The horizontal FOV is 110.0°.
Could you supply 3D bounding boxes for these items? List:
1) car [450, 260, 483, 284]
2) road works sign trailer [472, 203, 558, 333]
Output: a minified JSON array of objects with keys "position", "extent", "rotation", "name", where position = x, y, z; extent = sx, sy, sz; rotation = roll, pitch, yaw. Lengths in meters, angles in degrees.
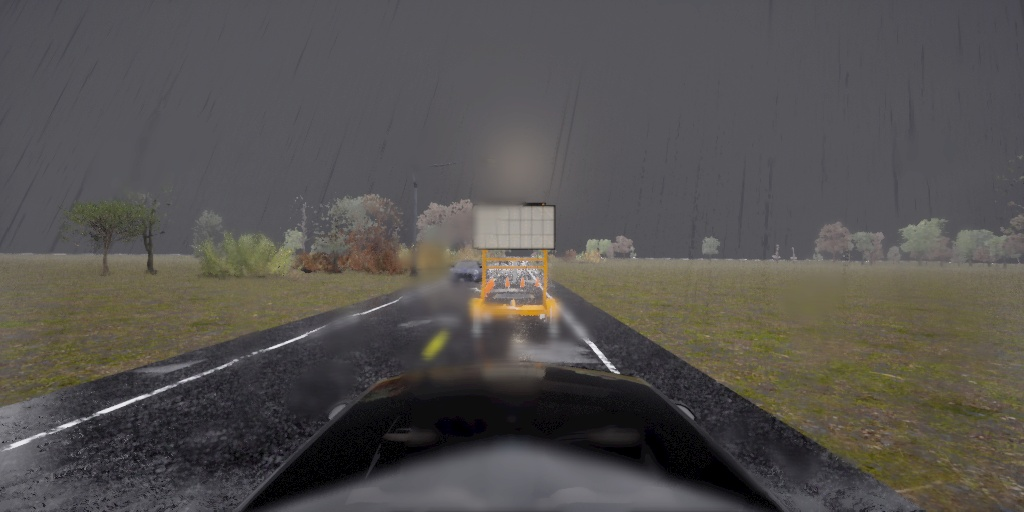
[{"position":[-3.264,1.115,26.735],"extent":[2.097,1.767,4.553],"rotation":[0,0,1],"name":"car"},{"position":[0.084,0.218,10.737],"extent":[2.380,3.560,2.880],"rotation":[0,0,0],"name":"road works sign trailer"}]
